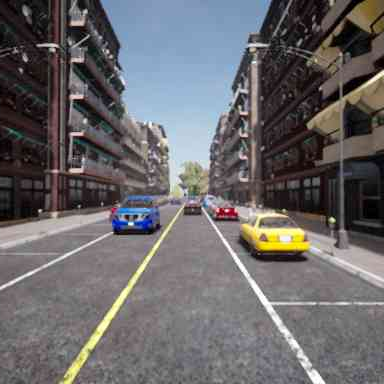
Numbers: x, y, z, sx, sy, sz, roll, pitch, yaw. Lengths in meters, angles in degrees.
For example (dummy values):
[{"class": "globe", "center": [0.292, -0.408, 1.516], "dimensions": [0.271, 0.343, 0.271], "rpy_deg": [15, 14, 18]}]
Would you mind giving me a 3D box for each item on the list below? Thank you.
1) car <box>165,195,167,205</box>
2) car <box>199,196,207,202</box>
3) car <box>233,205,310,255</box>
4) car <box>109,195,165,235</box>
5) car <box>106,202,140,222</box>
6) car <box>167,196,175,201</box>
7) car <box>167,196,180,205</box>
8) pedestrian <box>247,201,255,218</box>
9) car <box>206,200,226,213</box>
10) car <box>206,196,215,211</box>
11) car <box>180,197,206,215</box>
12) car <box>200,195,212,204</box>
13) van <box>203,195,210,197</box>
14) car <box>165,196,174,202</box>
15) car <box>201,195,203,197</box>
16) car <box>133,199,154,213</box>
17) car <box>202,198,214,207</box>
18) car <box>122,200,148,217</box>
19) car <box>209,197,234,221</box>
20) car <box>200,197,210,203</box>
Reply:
[{"class": "car", "center": [-5.630, 1.453, 61.861], "dimensions": [2.192, 1.841, 5.009], "rpy_deg": [1, 0, 0]}, {"class": "car", "center": [2.763, 1.745, 84.462], "dimensions": [2.008, 1.369, 4.403], "rpy_deg": [1, 0, 0]}, {"class": "car", "center": [3.009, 1.484, 13.277], "dimensions": [1.801, 1.575, 5.366], "rpy_deg": [0, 0, 0]}, {"class": "car", "center": [-3.086, 1.263, 19.598], "dimensions": [2.150, 2.045, 5.566], "rpy_deg": [0, 0, 0]}, {"class": "car", "center": [-5.658, 1.605, 27.892], "dimensions": [1.887, 1.381, 4.507], "rpy_deg": [1, 0, 0]}, {"class": "car", "center": [-5.614, 1.735, 89.999], "dimensions": [1.752, 1.417, 4.829], "rpy_deg": [1, 0, 0]}, {"class": "car", "center": [-2.992, 1.702, 61.067], "dimensions": [1.994, 1.385, 4.181], "rpy_deg": [0, 0, 1]}, {"class": "pedestrian", "center": [2.901, 1.328, 16.278], "dimensions": [0.375, 1.860, 0.375], "rpy_deg": [1, -1, -3]}, {"class": "car", "center": [2.730, 1.634, 39.168], "dimensions": [2.008, 1.369, 4.403], "rpy_deg": [1, 0, 0]}, {"class": "car", "center": [2.727, 1.511, 33.506], "dimensions": [1.967, 1.590, 4.097], "rpy_deg": [1, 0, 0]}, {"class": "car", "center": [0.097, 1.568, 35.489], "dimensions": [2.128, 1.511, 4.902], "rpy_deg": [0, 0, 0]}, {"class": "car", "center": [2.754, 1.466, 67.476], "dimensions": [2.192, 1.841, 5.009], "rpy_deg": [1, 0, 0]}, {"class": "van", "center": [2.741, 1.450, 50.492], "dimensions": [1.690, 1.788, 3.998], "rpy_deg": [1, 0, 0]}, {"class": "car", "center": [-5.618, 1.746, 84.506], "dimensions": [2.008, 1.369, 4.403], "rpy_deg": [1, 0, 0]}, {"class": "car", "center": [0.054, 1.453, 47.153], "dimensions": [2.097, 1.767, 4.553], "rpy_deg": [0, 0, 0]}, {"class": "car", "center": [-5.650, 1.609, 39.044], "dimensions": [1.752, 1.417, 4.829], "rpy_deg": [1, 0, 0]}, {"class": "car", "center": [2.742, 1.705, 56.152], "dimensions": [1.802, 1.307, 4.206], "rpy_deg": [1, 0, 0]}, {"class": "car", "center": [-5.654, 1.597, 33.382], "dimensions": [1.752, 1.417, 4.829], "rpy_deg": [1, 0, 0]}, {"class": "car", "center": [2.724, 1.499, 27.845], "dimensions": [1.967, 1.590, 4.097], "rpy_deg": [1, 0, 0]}, {"class": "car", "center": [2.754, 1.731, 73.138], "dimensions": [1.947, 1.339, 4.313], "rpy_deg": [1, 0, 0]}]
